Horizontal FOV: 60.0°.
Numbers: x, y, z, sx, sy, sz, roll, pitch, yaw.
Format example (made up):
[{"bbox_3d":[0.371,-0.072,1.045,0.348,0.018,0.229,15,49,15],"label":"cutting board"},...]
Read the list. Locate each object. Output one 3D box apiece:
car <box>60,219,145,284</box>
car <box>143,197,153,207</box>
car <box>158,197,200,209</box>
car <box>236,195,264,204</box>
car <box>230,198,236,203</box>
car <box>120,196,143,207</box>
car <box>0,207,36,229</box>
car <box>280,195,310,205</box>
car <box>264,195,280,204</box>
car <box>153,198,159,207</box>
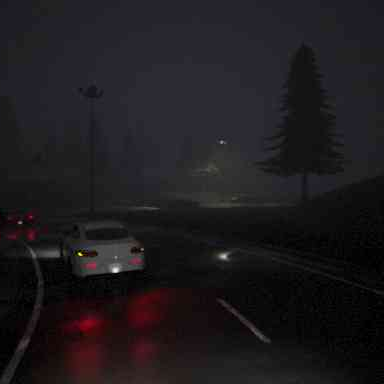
[{"bbox_3d":[-2.706,1.518,9.630,1.812,1.442,4.674,0,0,-25],"label":"car"},{"bbox_3d":[-4.395,1.476,48.579,4.181,1.385,1.994,0,0,-30],"label":"car"},{"bbox_3d":[-1.425,1.511,42.220,4.718,1.301,1.895,0,0,-30],"label":"car"},{"bbox_3d":[10.598,1.301,57.241,4.902,1.511,2.128,0,0,-30],"label":"car"},{"bbox_3d":[9.157,1.287,60.415,5.008,1.535,1.882,0,0,-30],"label":"car"},{"bbox_3d":[-8.380,1.408,50.309,5.008,1.535,1.882,-1,0,-30],"label":"car"},{"bbox_3d":[-12.325,1.619,21.924,4.718,1.301,1.895,0,0,38],"label":"car"},{"bbox_3d":[16.710,1.310,52.680,4.674,1.442,1.812,0,0,-30],"label":"car"},{"bbox_3d":[15.104,1.264,55.793,5.008,1.535,1.882,0,0,-30],"label":"car"},{"bbox_3d":[-2.631,1.474,45.560,4.181,1.385,1.994,0,0,-30],"label":"car"}]
